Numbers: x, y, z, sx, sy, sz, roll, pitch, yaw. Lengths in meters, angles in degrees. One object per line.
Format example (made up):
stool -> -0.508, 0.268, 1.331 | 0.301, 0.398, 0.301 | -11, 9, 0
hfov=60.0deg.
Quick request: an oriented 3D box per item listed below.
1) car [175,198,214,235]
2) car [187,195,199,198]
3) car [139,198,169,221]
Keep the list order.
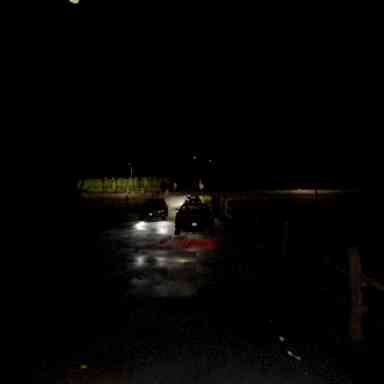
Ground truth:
car -> 0.113, 1.296, 17.660 | 1.882, 1.535, 5.008 | 0, 1, 0
car -> 0.126, 1.077, 37.475 | 2.033, 1.411, 5.357 | 0, 1, 0
car -> -2.732, 1.229, 24.585 | 1.837, 1.490, 4.892 | 0, 1, 0
